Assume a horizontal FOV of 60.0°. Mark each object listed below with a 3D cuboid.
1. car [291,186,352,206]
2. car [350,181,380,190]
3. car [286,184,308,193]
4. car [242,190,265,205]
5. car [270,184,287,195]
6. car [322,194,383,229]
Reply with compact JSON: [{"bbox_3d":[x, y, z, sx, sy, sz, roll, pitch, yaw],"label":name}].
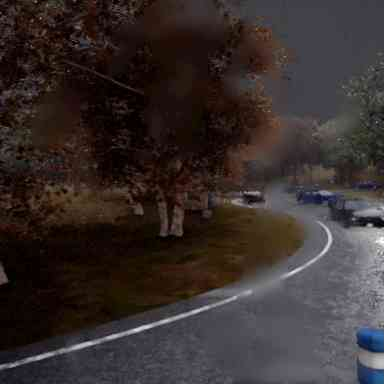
[{"bbox_3d":[11.981,0.519,31.210,1.882,1.535,5.008,-4,2,-23],"label":"car"},{"bbox_3d":[31.284,-1.223,60.295,5.008,1.535,1.882,-2,2,8],"label":"car"},{"bbox_3d":[17.912,-0.390,53.905,4.181,1.385,1.994,-4,2,-31],"label":"car"},{"bbox_3d":[6.984,0.527,38.062,1.882,1.535,5.008,-3,2,0],"label":"car"},{"bbox_3d":[15.184,-0.535,55.871,4.553,1.767,2.097,-4,3,-35],"label":"car"},{"bbox_3d":[9.044,1.107,18.581,2.033,1.411,5.357,-2,2,11],"label":"car"}]
